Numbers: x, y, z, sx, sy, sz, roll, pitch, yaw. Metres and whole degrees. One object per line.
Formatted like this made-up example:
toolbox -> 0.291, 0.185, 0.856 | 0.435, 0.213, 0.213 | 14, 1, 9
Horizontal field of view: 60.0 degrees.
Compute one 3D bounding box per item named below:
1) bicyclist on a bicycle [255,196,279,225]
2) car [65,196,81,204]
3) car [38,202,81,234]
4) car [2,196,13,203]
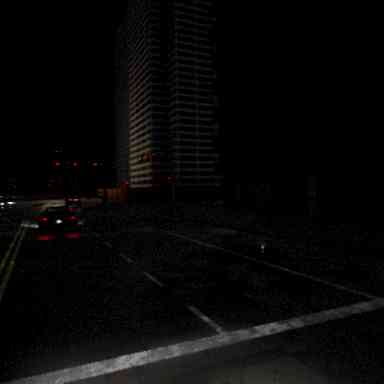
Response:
bicyclist on a bicycle -> 4.243, 1.036, 18.870 | 1.656, 1.620, 0.582 | -2, 1, -25
car -> -17.427, 1.311, 48.642 | 2.128, 1.511, 4.902 | -1, 1, -25
car -> -7.777, 1.515, 19.216 | 1.994, 1.385, 4.181 | -1, 1, -25
car -> -39.635, 1.508, 71.658 | 1.812, 1.442, 4.674 | -1, 1, -25
